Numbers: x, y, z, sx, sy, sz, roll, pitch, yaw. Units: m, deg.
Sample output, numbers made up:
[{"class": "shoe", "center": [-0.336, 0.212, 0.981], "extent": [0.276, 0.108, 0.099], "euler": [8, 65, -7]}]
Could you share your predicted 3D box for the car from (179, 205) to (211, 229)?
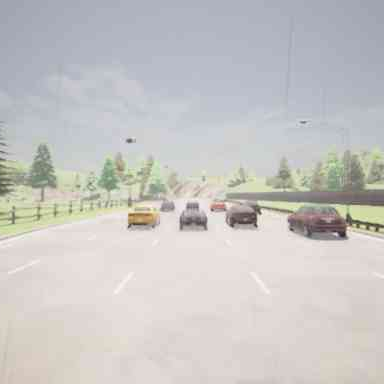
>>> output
[{"class": "car", "center": [0.098, 1.816, 23.517], "extent": [1.895, 1.301, 4.718], "euler": [0, -1, 0]}]

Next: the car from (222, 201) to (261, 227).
[{"class": "car", "center": [3.598, 1.704, 24.771], "extent": [1.882, 1.535, 5.008], "euler": [0, 0, 0]}]

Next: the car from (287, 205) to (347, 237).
[{"class": "car", "center": [7.024, 1.528, 19.211], "extent": [2.097, 1.767, 4.553], "euler": [0, -1, 0]}]

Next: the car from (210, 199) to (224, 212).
[{"class": "car", "center": [3.597, 1.776, 46.681], "extent": [2.097, 1.767, 4.553], "euler": [0, -1, 0]}]

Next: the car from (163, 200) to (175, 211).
[{"class": "car", "center": [-3.404, 1.929, 47.953], "extent": [2.128, 1.511, 4.902], "euler": [0, 0, 0]}]

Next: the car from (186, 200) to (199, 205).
[{"class": "car", "center": [0.097, 1.929, 47.959], "extent": [2.128, 1.511, 4.902], "euler": [0, 0, 0]}]

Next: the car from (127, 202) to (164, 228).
[{"class": "car", "center": [-3.402, 1.697, 24.107], "extent": [1.882, 1.535, 5.008], "euler": [0, 0, 0]}]
